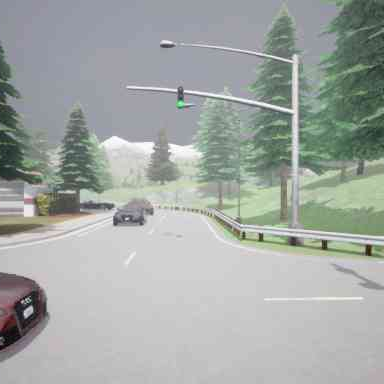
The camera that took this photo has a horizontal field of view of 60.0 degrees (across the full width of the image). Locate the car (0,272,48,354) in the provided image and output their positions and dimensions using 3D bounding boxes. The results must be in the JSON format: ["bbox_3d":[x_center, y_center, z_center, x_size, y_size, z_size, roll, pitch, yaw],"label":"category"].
[{"bbox_3d":[-4.487,1.627,5.019,4.181,1.385,1.994,1,0,-2],"label":"car"}]

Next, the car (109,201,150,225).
[{"bbox_3d":[-4.317,1.560,23.600,1.994,1.385,4.181,0,0,-3],"label":"car"}]

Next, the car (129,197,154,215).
[{"bbox_3d":[-5.278,1.346,33.378,2.097,1.767,4.553,0,0,-20],"label":"car"}]

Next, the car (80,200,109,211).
[{"bbox_3d":[-11.952,1.600,41.031,4.718,1.301,1.895,0,0,13],"label":"car"}]
